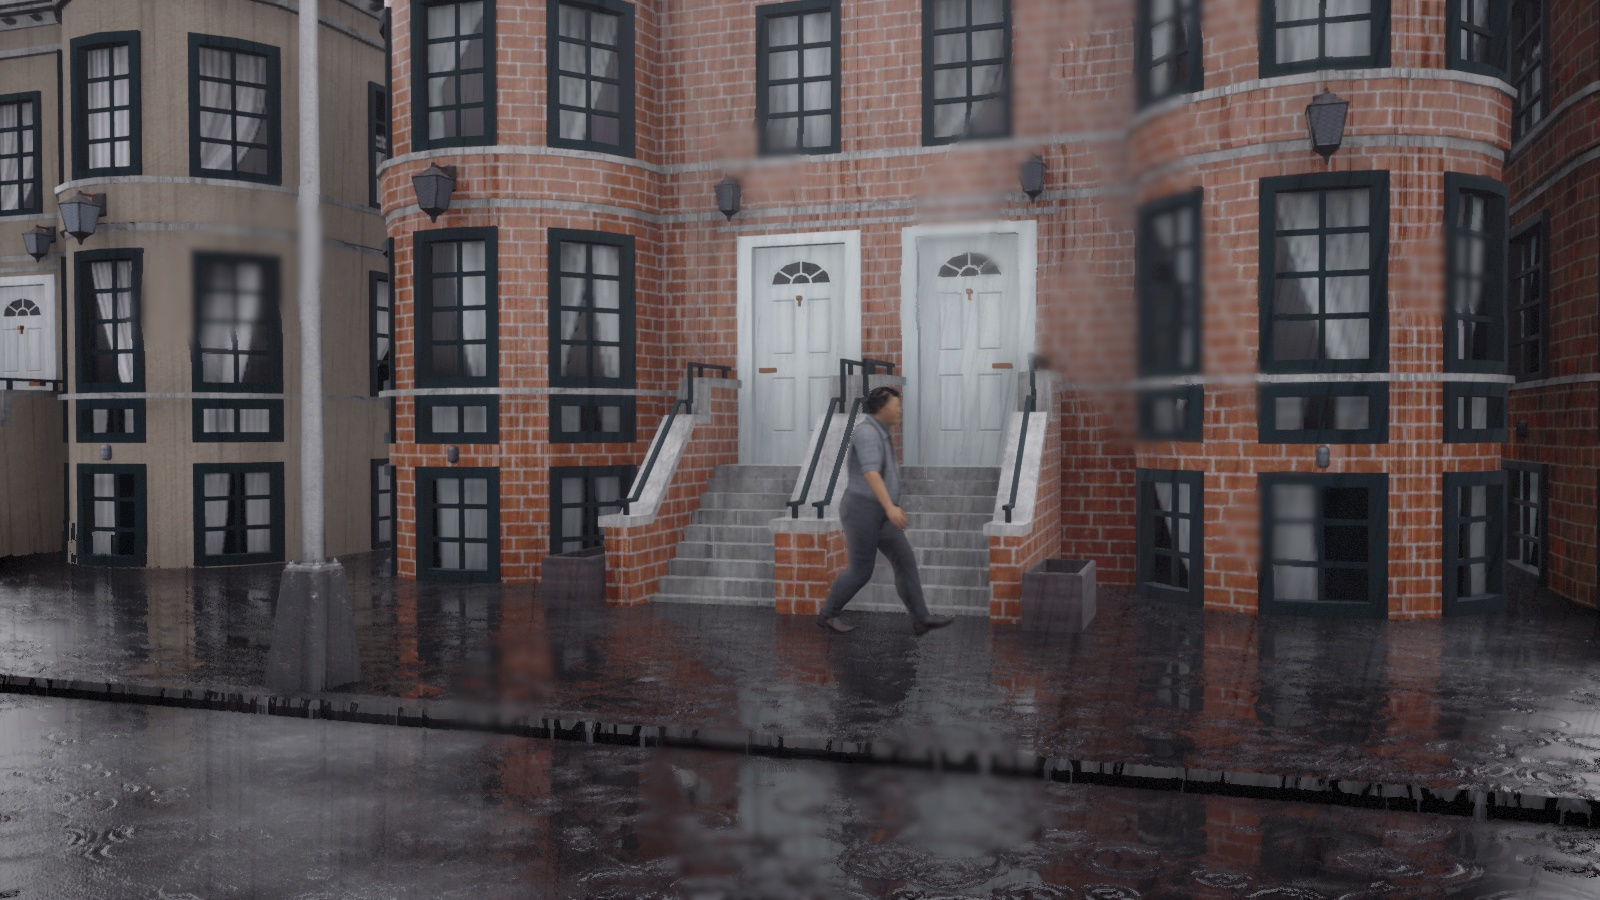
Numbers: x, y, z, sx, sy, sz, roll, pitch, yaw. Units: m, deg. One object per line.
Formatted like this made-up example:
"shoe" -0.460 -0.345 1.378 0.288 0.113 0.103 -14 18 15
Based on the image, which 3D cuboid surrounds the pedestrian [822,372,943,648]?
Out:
"pedestrian" 0.580 0.397 8.815 0.694 1.848 0.540 1 1 24
